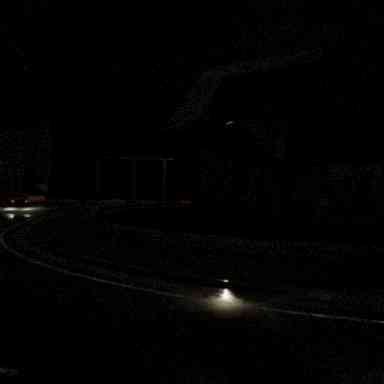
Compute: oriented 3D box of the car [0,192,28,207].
[{"bbox_3d":[-19.358,0.804,36.080,1.882,1.535,5.008,1,0,-43],"label":"car"}]
